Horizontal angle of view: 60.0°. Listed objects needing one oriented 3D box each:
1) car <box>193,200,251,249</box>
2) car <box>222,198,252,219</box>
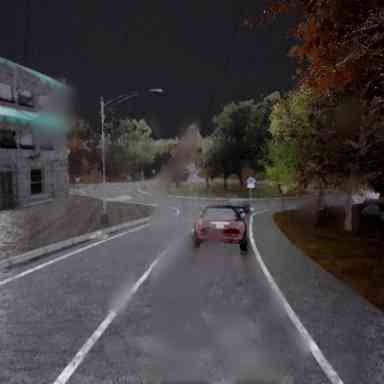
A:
[{"bbox_3d":[1.318,1.331,14.747,2.097,1.767,4.553,1,0,7],"label":"car"},{"bbox_3d":[4.072,1.380,29.666,1.895,1.301,4.718,2,3,17],"label":"car"}]
